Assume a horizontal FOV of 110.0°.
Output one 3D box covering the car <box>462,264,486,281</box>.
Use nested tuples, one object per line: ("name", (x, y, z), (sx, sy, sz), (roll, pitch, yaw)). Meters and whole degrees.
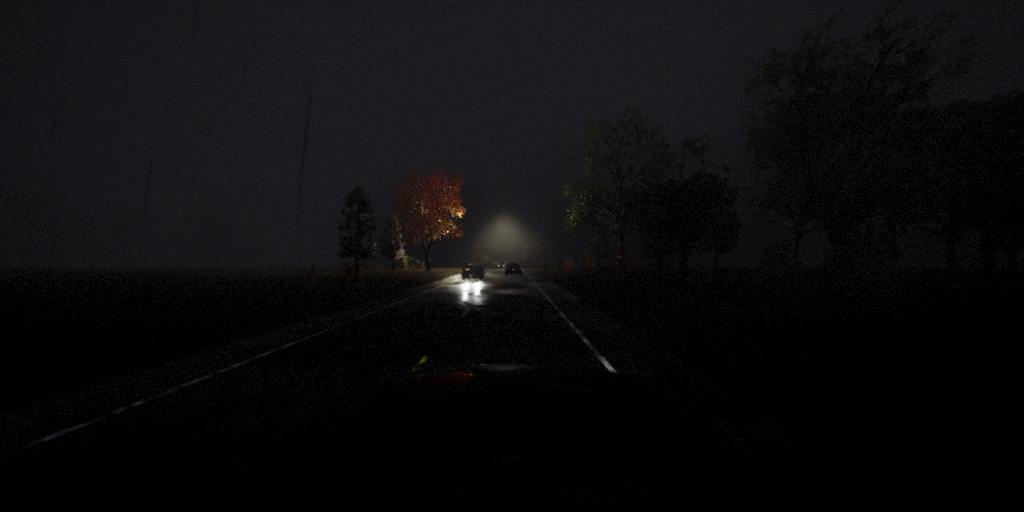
("car", (-3.536, 1.486, 33.503), (2.128, 1.511, 4.902), (0, 0, 0))

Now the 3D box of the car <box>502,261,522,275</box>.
("car", (0.165, 1.596, 43.874), (1.994, 1.385, 4.181), (0, 0, 0))
